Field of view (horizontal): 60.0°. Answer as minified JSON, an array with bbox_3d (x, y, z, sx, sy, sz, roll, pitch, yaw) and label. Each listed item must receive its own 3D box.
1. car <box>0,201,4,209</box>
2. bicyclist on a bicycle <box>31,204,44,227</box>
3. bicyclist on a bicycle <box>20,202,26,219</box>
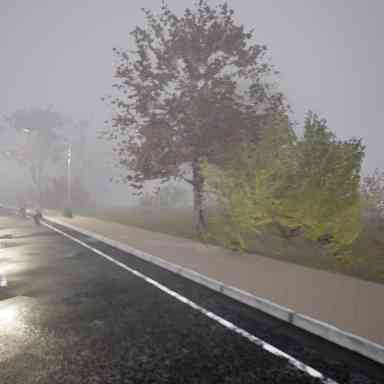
[{"bbox_3d":[-31.475,2.122,53.277,1.895,1.301,4.718,0,0,-35],"label":"car"},{"bbox_3d":[-10.806,1.649,23.316,0.866,1.612,1.509,0,0,-32],"label":"bicyclist on a bicycle"},{"bbox_3d":[-16.139,1.750,31.738,0.582,1.620,1.656,0,-1,-33],"label":"bicyclist on a bicycle"}]
